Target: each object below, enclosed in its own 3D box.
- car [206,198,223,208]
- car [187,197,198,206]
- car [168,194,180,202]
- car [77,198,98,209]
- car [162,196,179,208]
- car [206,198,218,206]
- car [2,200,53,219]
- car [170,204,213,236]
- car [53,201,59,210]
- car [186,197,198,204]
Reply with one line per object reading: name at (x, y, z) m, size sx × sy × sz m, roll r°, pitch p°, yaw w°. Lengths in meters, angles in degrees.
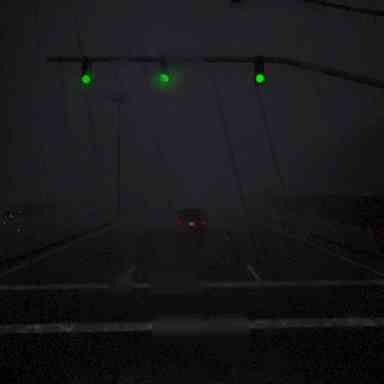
car at (3.515, 1.621, 49.557) m, size 1.882 × 1.535 × 5.008 m, roll 0°, pitch 0°, yaw 0°
car at (0.070, 1.678, 59.991) m, size 1.837 × 1.490 × 4.892 m, roll 0°, pitch 0°, yaw 0°
car at (-3.430, 1.395, 60.038) m, size 2.150 × 2.045 × 5.566 m, roll 0°, pitch 0°, yaw 0°
car at (-15.047, 1.633, 48.070) m, size 2.128 × 1.511 × 4.902 m, roll 0°, pitch 0°, yaw 1°
car at (-3.484, 1.691, 49.707) m, size 2.033 × 1.411 × 5.357 m, roll 0°, pitch 0°, yaw 0°
car at (3.570, 1.737, 59.975) m, size 1.994 × 1.385 × 4.181 m, roll 0°, pitch 0°, yaw 0°
car at (-15.122, 1.637, 30.490) m, size 2.033 × 1.411 × 5.357 m, roll 0°, pitch 0°, yaw 0°
car at (-0.026, 1.602, 18.720) m, size 2.033 × 1.411 × 5.357 m, roll 0°, pitch 0°, yaw 0°
car at (-18.589, 1.724, 41.911) m, size 1.895 × 1.301 × 4.718 m, roll 0°, pitch 0°, yaw 1°
car at (0.016, 1.635, 49.656) m, size 2.128 × 1.511 × 4.902 m, roll 0°, pitch 0°, yaw 0°
